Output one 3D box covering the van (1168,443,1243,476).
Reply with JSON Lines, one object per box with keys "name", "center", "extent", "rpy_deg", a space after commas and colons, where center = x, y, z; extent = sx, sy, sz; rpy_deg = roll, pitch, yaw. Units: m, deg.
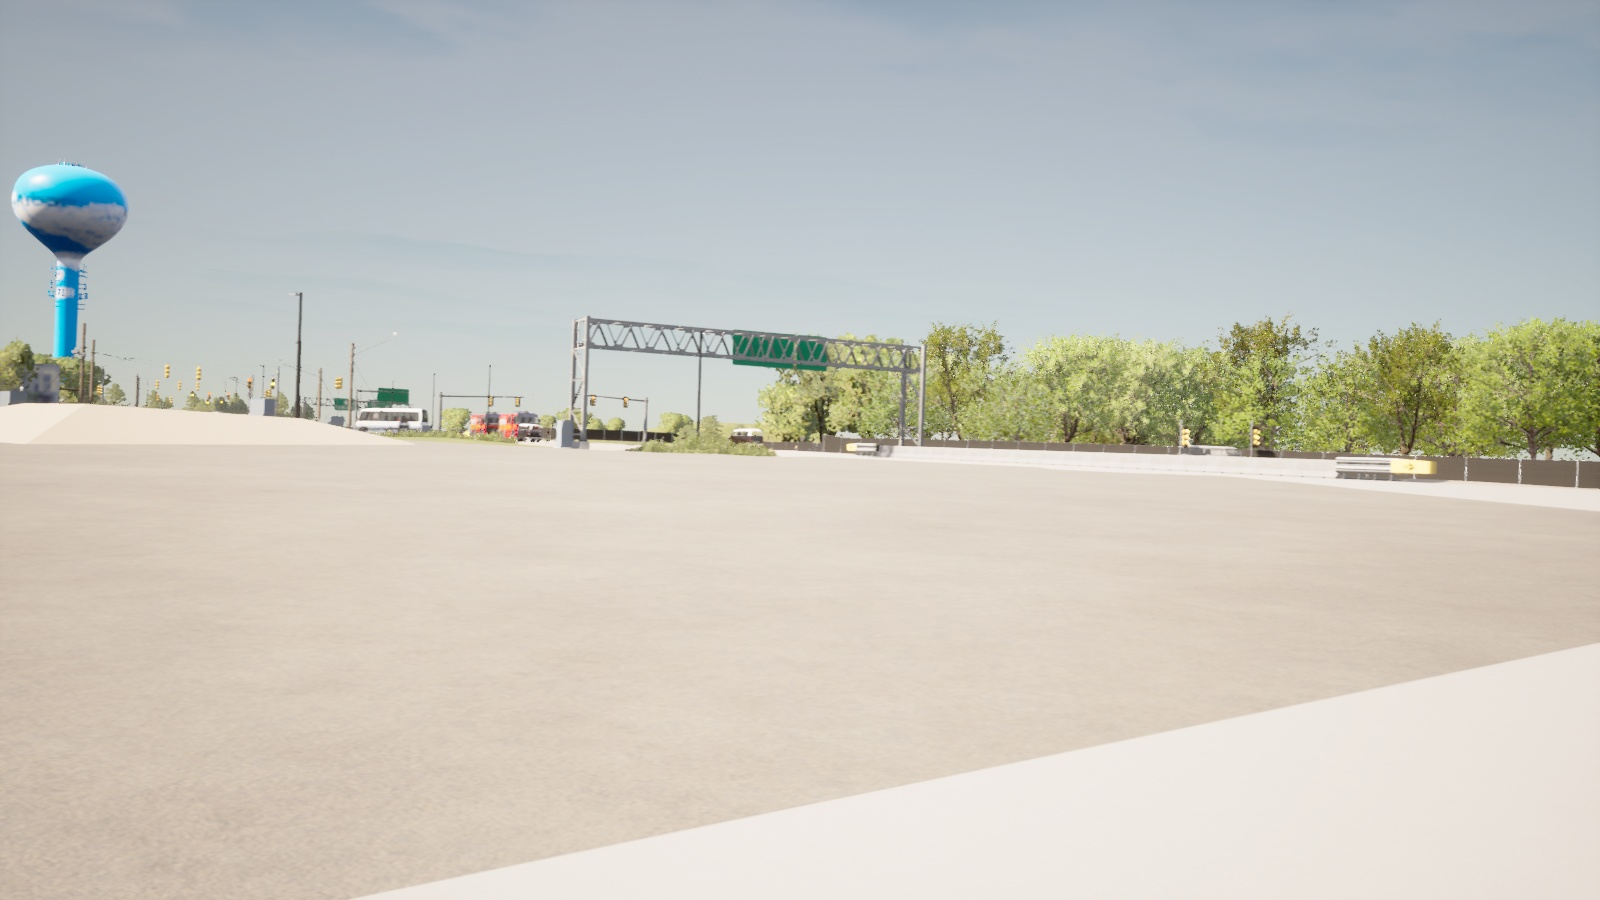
{"name": "van", "center": [26.735, 0.591, 82.870], "extent": [1.775, 1.987, 4.442], "rpy_deg": [2, 0, -36]}
